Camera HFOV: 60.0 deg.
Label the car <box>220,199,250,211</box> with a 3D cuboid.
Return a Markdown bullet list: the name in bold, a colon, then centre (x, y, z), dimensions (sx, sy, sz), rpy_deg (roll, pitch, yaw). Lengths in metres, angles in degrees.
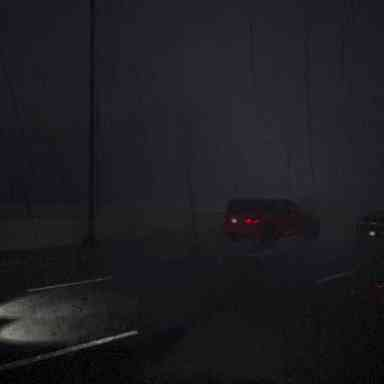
- **car**: centre (6.139, 1.812, 47.157), dimensions (1.812, 1.442, 4.674), rpy_deg (0, 0, 43)

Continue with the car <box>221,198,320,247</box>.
- **car**: centre (3.848, 1.327, 15.780), dimensions (5.566, 2.045, 2.150), rpy_deg (1, 0, -40)

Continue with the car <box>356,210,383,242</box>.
- **car**: centre (9.793, 1.632, 16.298), dimensions (4.902, 1.511, 2.128), rpy_deg (1, 0, -41)

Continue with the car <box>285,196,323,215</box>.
- **car**: centre (13.367, 1.503, 39.494), dimensions (2.150, 2.045, 5.566), rpy_deg (0, 0, 43)

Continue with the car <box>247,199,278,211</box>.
- **car**: centre (9.778, 1.777, 45.948), dimensions (1.882, 1.535, 5.008), rpy_deg (0, 0, 42)

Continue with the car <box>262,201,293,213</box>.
- **car**: centre (10.833, 1.848, 41.936), dimensions (1.994, 1.385, 4.181), rpy_deg (0, 0, 43)
